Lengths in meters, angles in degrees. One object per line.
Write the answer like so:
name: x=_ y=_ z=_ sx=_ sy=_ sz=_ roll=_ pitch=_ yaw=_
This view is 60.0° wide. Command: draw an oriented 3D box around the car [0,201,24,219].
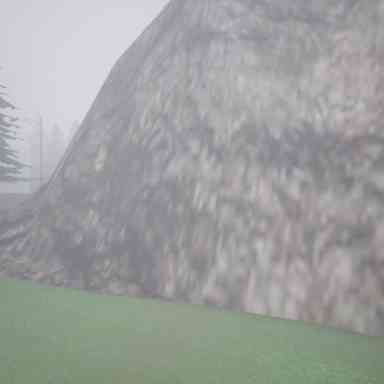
car: x=-16.090 y=1.492 z=26.666 sx=2.128 sy=1.511 sz=4.902 roll=0 pitch=0 yaw=29
